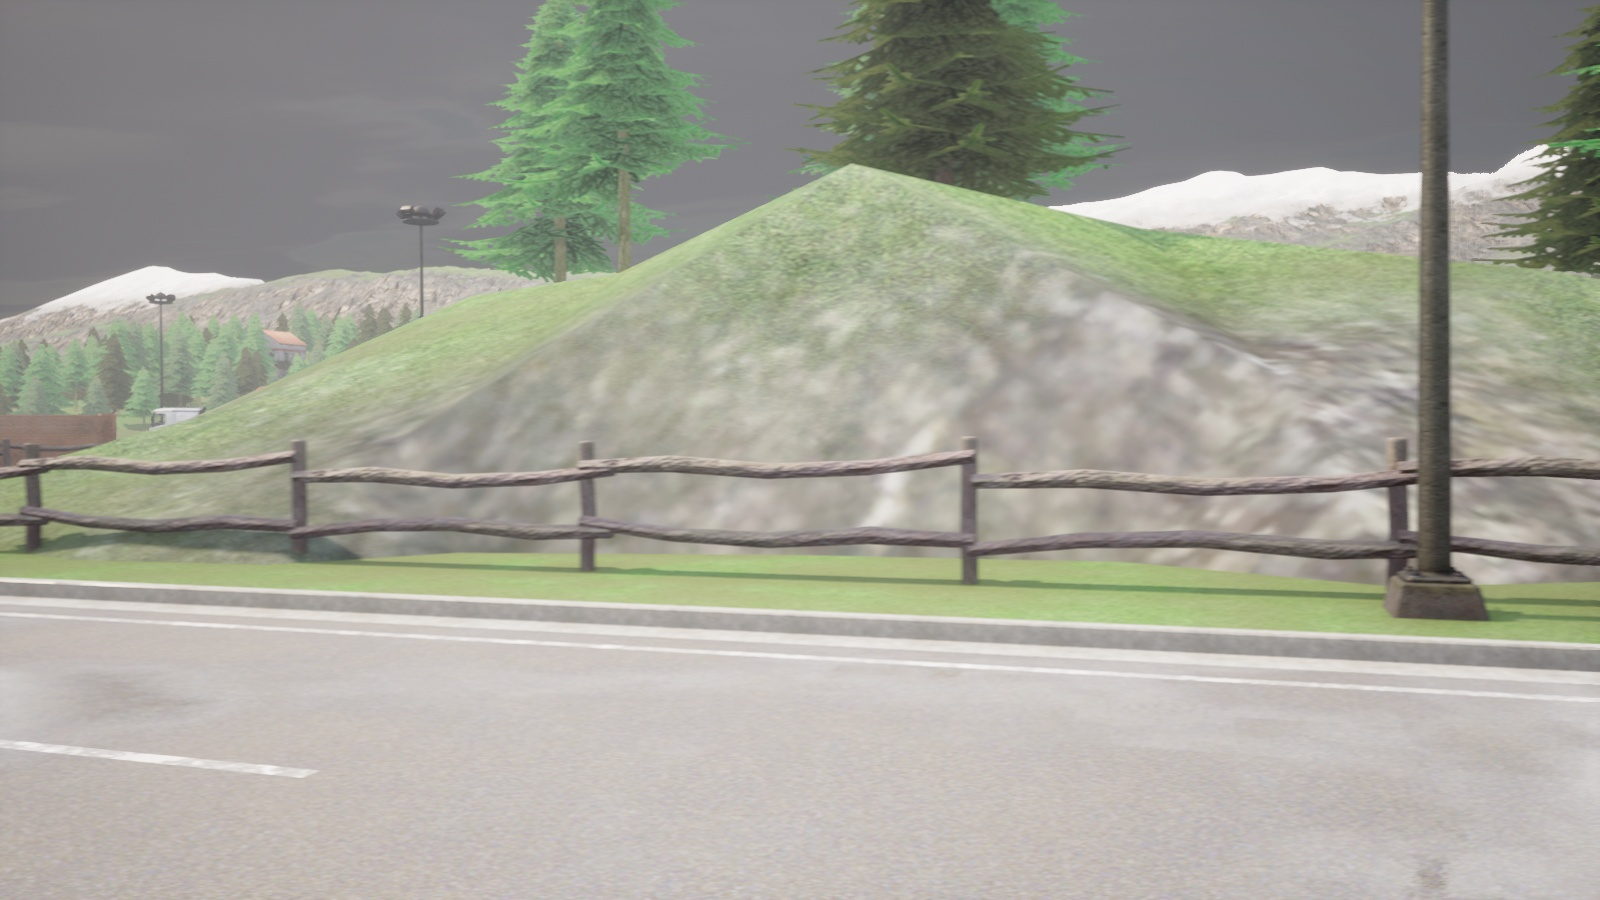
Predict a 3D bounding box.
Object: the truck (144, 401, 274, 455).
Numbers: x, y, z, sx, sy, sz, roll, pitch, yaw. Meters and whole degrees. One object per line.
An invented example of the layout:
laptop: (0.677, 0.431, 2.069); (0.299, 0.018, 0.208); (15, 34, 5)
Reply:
truck: (-38.771, -1.454, 82.362); (7.936, 3.462, 2.891); (0, 1, 19)
